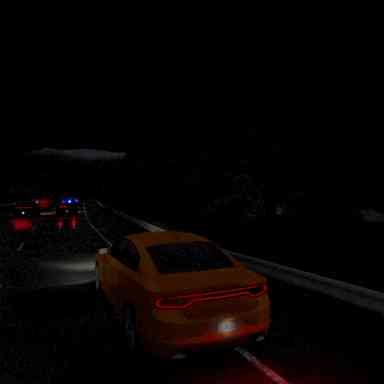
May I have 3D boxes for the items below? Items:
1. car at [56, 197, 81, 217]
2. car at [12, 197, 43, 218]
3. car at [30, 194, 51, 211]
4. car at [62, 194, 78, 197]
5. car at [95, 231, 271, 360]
[{"bbox_3d":[-11.781,1.492,31.566,2.128,1.511,4.902,0,0,-19],"label":"car"},{"bbox_3d":[-14.962,1.505,30.189,1.837,1.490,4.892,0,0,-19],"label":"car"},{"bbox_3d":[-18.336,1.221,40.099,2.150,2.045,5.566,0,0,-19],"label":"car"},{"bbox_3d":[-15.166,1.221,41.479,2.150,2.045,5.566,0,0,-18],"label":"car"},{"bbox_3d":[-0.602,1.478,6.287,1.882,1.535,5.008,0,0,-24],"label":"car"}]
